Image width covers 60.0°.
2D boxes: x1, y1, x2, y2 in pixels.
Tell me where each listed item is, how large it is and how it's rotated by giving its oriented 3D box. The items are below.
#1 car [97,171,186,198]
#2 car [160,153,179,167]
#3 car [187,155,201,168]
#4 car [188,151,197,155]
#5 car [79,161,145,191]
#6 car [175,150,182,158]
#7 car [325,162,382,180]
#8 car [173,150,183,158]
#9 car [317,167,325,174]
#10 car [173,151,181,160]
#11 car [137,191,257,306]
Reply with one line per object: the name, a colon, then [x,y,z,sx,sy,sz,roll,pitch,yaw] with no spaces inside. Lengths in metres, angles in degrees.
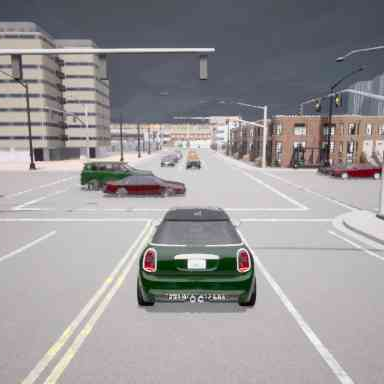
car: [-3.093,-0.420,21.800,5.357,1.411,2.033,0,8,0]
car: [-3.508,-4.511,48.846,2.128,1.511,4.902,0,8,1]
car: [0.212,-4.044,46.447,1.895,1.301,4.718,0,8,0]
car: [0.163,-8.405,74.026,2.097,1.767,4.553,0,8,0]
car: [-5.642,-1.259,25.228,5.566,2.045,2.150,0,8,0]
car: [-3.366,-7.255,67.478,1.812,1.442,4.674,0,8,1]
car: [16.051,-2.059,32.267,5.008,1.535,1.882,0,8,0]
car: [-3.334,-8.926,77.528,2.097,1.767,4.553,0,8,0]
car: [16.397,-2.507,35.745,5.357,1.411,2.033,0,8,0]
car: [-3.455,-5.917,58.183,1.882,1.535,5.008,0,9,0]
car: [0.092,1.076,7.648,2.097,1.767,4.553,0,4,0]
